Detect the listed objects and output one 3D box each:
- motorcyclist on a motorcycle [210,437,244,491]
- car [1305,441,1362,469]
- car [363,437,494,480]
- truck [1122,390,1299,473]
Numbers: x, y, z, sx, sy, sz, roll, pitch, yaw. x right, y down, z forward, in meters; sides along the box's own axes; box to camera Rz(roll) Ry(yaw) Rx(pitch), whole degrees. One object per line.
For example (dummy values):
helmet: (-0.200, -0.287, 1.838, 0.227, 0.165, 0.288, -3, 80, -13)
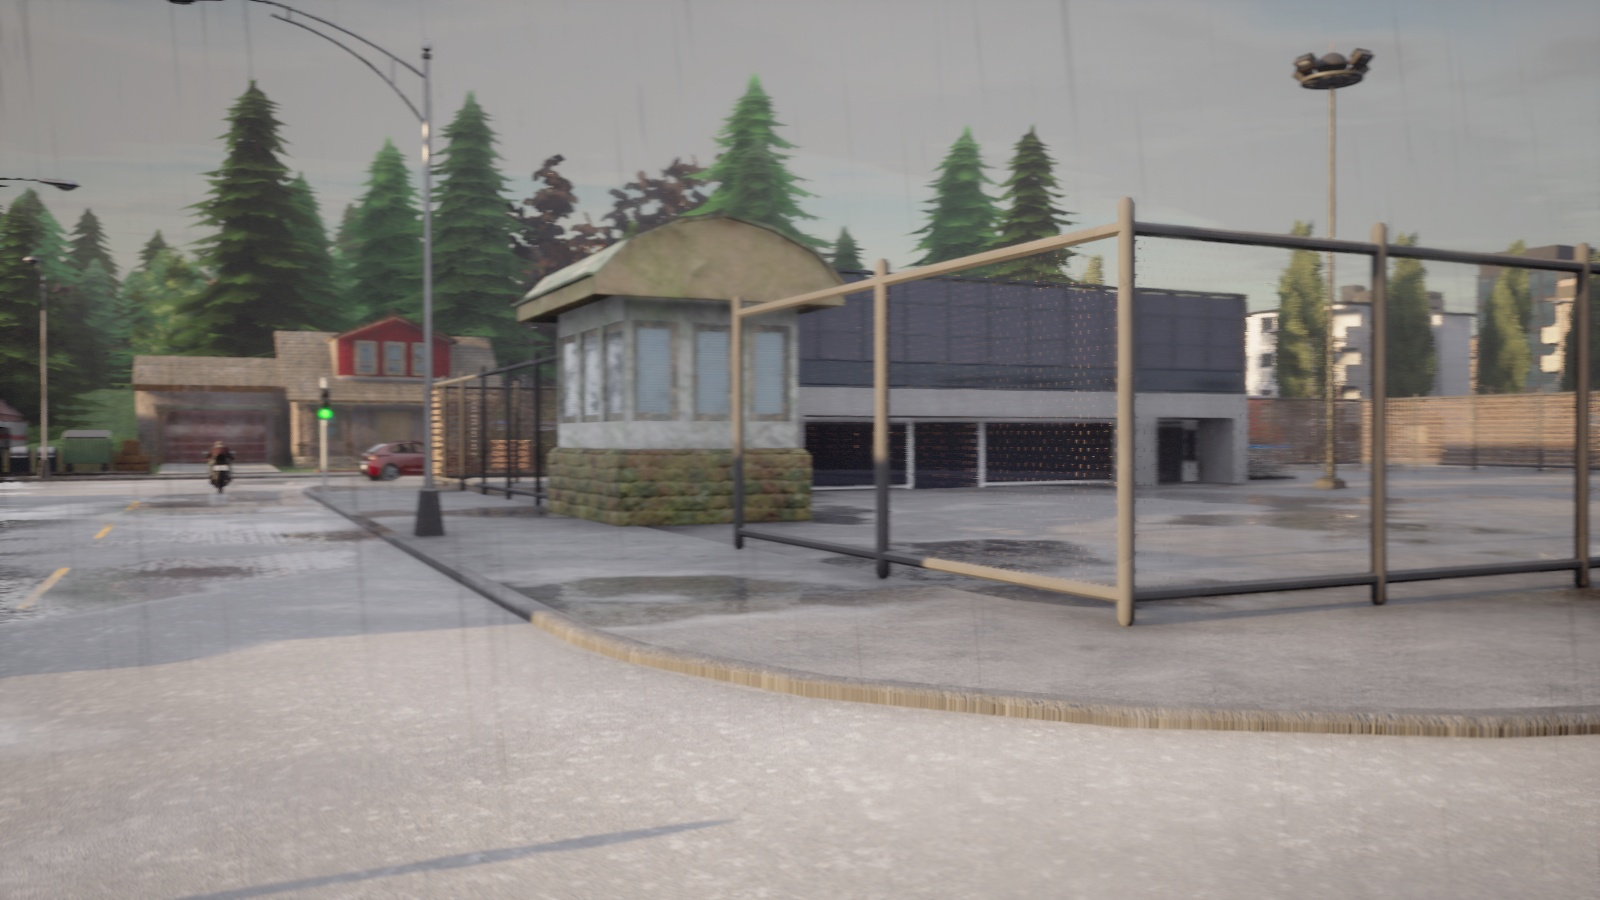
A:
motorcyclist on a motorcycle: (-16.763, 0.389, 36.708, 0.866, 1.530, 2.191, 0, 1, -26)
car: (29.974, 0.241, 70.695, 1.837, 1.490, 4.892, 1, 1, 10)
car: (-13.449, 0.291, 45.575, 4.193, 1.474, 1.816, 0, 1, -35)
truck: (20.042, -0.880, 61.253, 8.468, 3.827, 2.891, 0, 1, -25)
